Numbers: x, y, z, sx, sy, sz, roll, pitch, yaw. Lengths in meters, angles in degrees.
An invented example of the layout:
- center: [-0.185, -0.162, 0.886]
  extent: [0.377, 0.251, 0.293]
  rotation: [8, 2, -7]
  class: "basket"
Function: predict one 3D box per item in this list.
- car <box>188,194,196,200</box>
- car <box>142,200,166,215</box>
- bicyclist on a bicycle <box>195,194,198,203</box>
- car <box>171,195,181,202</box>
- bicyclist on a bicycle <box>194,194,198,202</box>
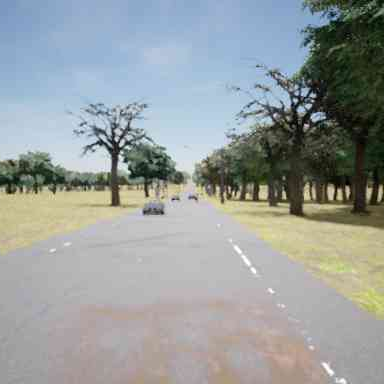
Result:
- center: [-0.010, 1.239, 85.884]
  extent: [1.882, 1.535, 5.008]
  rotation: [0, 0, 0]
  class: "car"
- center: [-3.596, 1.469, 32.172]
  extent: [1.994, 1.385, 4.181]
  rotation: [0, 0, 0]
  class: "car"
- center: [0.955, 1.335, 64.303]
  extent: [0.582, 1.620, 1.656]
  rotation: [0, 0, 0]
  class: "bicyclist on a bicycle"
- center: [-3.509, 1.308, 71.982]
  extent: [1.882, 1.535, 5.008]
  rotation: [0, 0, 0]
  class: "car"
- center: [0.947, 1.324, 72.915]
  extent: [0.866, 1.612, 1.509]
  rotation: [0, 0, 0]
  class: "bicyclist on a bicycle"
